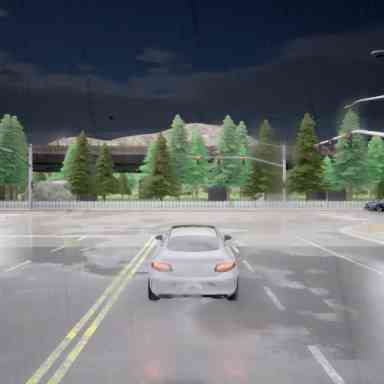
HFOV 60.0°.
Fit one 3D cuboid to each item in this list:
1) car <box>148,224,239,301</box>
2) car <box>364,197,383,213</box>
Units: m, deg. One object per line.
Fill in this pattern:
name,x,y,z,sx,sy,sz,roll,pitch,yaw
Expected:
car,0.033,1.526,8.216,1.812,1.442,4.674,0,0,0
car,20.814,1.299,35.348,4.553,1.767,2.097,0,0,0
